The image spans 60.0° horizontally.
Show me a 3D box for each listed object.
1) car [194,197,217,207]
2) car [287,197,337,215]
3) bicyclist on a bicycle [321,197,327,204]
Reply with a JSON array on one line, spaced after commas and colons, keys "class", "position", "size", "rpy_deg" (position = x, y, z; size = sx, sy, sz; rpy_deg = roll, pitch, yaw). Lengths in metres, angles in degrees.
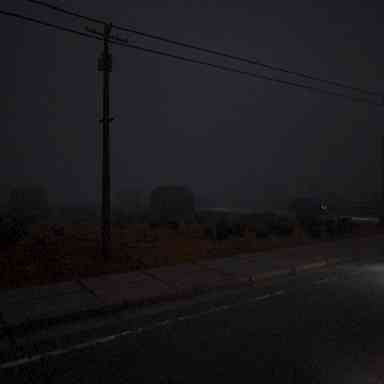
[{"class": "car", "position": [1.548, 1.469, 46.148], "size": [1.837, 1.490, 4.892], "rpy_deg": [0, 0, -32]}, {"class": "car", "position": [11.180, 1.318, 31.053], "size": [2.097, 1.767, 4.553], "rpy_deg": [0, 0, -33]}, {"class": "bicyclist on a bicycle", "position": [15.083, 1.423, 38.128], "size": [1.656, 1.620, 0.582], "rpy_deg": [0, 0, -33]}]
